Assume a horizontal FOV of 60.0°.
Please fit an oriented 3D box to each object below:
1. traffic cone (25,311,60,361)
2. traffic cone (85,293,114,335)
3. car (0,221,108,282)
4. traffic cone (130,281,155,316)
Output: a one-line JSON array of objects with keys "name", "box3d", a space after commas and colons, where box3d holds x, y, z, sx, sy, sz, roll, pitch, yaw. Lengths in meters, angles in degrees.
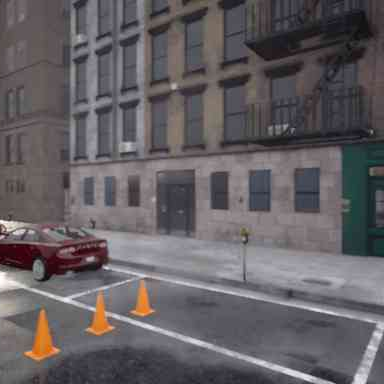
[{"name": "traffic cone", "box3d": [-2.106, 1.974, 4.690, 0.340, 0.580, 0.340, 0, 0, 36]}, {"name": "traffic cone", "box3d": [-1.521, 1.978, 5.501, 0.340, 0.580, 0.340, 0, 0, 36]}, {"name": "car", "box3d": [-4.410, 1.581, 9.808, 4.507, 1.381, 1.887, 0, 0, 36]}, {"name": "traffic cone", "box3d": [-0.937, 1.983, 6.313, 0.340, 0.580, 0.340, 0, 0, 36]}]
